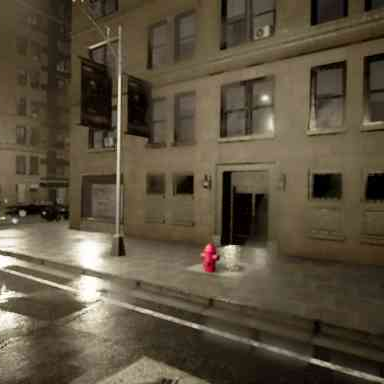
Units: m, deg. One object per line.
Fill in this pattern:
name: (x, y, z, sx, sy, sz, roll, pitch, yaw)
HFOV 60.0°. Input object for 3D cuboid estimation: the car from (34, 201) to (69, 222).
car: (-9.874, 1.632, 26.660, 1.947, 1.339, 4.313, 1, 0, 36)

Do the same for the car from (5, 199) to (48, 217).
car: (-14.396, 1.429, 30.558, 1.882, 1.535, 5.008, 1, 0, 36)
